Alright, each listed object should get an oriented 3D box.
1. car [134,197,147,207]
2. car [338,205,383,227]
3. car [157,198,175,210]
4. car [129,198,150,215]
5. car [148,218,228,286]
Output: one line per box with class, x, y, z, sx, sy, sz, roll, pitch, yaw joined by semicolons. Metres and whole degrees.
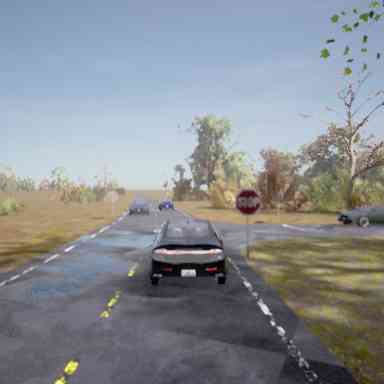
car;-8.234;1.572;53.326;1.994;1.385;4.181;0;0;-9
car;12.187;1.599;22.625;4.181;1.385;1.994;0;0;-8
car;-3.347;1.533;42.648;1.812;1.442;4.674;0;0;-8
car;-5.351;1.571;33.927;1.994;1.385;4.181;0;0;-7
car;-0.113;1.495;9.436;2.128;1.511;4.902;0;0;-1
